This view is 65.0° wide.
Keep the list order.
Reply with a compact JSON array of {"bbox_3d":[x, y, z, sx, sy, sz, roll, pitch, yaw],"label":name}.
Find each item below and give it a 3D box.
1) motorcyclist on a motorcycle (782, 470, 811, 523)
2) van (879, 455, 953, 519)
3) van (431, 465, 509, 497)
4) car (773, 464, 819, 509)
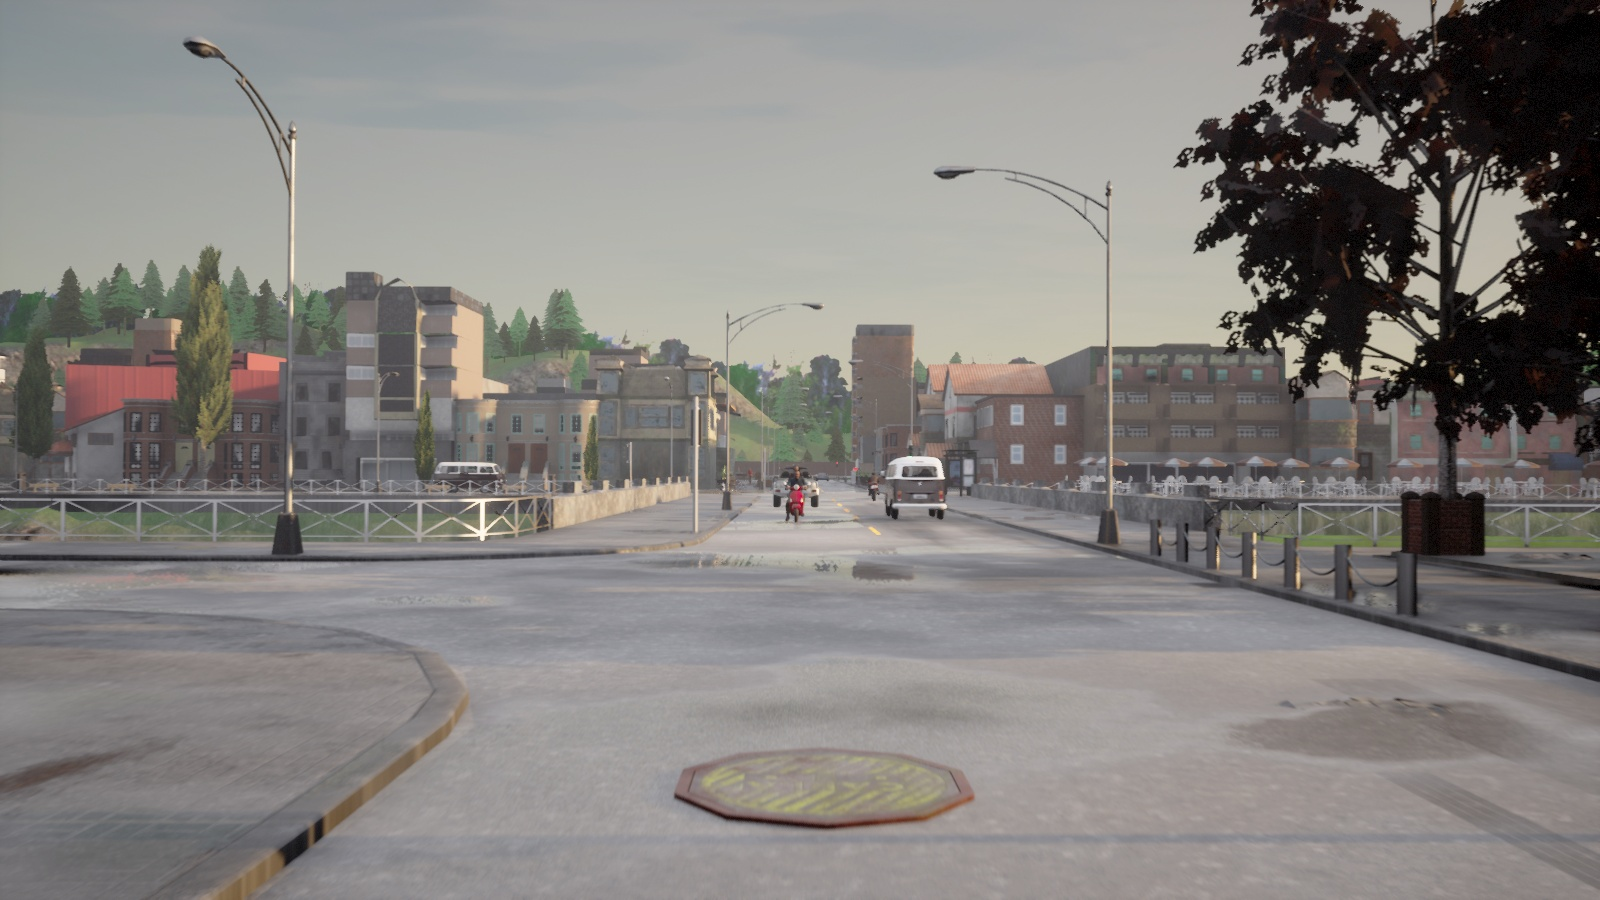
[{"bbox_3d":[-0.096,1.423,39.097,0.866,1.590,1.817,0,-1,1],"label":"motorcyclist on a motorcycle"},{"bbox_3d":[3.866,1.237,42.680,2.069,2.038,4.480,0,-1,0],"label":"van"},{"bbox_3d":[-21.202,1.976,80.847,4.480,2.038,2.069,0,-1,0],"label":"van"},{"bbox_3d":[-0.169,1.543,54.427,1.932,1.855,4.605,0,-1,0],"label":"car"}]
